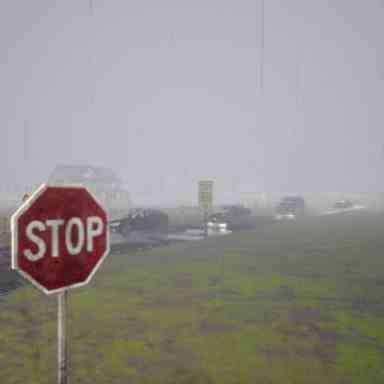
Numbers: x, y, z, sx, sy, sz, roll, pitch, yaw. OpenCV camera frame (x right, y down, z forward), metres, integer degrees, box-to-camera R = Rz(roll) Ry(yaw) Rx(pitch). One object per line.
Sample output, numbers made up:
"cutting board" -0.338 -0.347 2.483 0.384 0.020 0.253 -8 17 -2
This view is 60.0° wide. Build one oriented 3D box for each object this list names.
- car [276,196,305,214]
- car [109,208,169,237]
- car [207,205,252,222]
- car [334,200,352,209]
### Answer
"car" 12.401 1.560 41.661 2.150 2.045 5.566 -1 0 36
"car" -3.397 1.724 19.906 2.128 1.511 4.902 -1 -1 36
"car" 3.422 1.824 29.315 2.033 1.411 5.357 -1 -1 36
"car" 23.955 1.936 52.644 2.033 1.411 5.357 -1 -1 36
